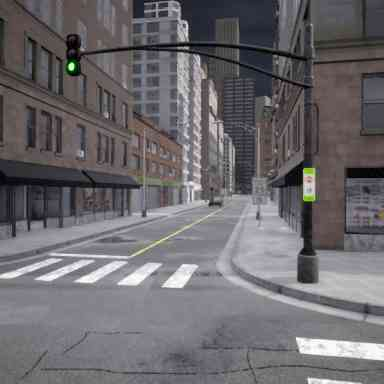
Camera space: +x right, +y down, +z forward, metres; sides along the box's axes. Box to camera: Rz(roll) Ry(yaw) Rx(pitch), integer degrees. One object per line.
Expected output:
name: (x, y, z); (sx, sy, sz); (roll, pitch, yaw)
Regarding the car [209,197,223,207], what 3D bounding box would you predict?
car: (3.728, 1.468, 51.205); (1.882, 1.535, 5.008); (0, 0, 11)
